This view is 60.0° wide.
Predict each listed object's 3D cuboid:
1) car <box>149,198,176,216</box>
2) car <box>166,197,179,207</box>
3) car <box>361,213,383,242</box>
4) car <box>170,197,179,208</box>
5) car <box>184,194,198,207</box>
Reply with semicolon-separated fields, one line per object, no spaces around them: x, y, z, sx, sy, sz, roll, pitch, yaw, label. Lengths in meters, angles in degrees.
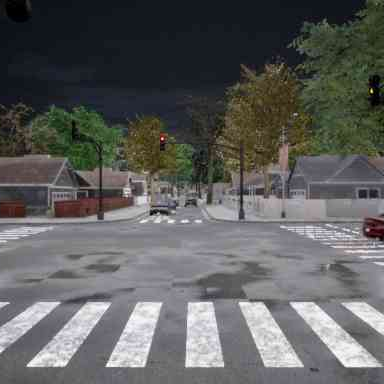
-3.021;1.567;32.915;2.033;1.411;5.357;0;0;0;car
-3.016;1.568;53.053;1.812;1.442;4.674;0;0;0;car
9.762;1.411;13.837;5.008;1.535;1.882;0;0;0;car
-2.999;1.594;42.803;1.994;1.385;4.181;0;0;0;car
-0.167;1.547;53.116;1.837;1.490;4.892;0;0;0;car
